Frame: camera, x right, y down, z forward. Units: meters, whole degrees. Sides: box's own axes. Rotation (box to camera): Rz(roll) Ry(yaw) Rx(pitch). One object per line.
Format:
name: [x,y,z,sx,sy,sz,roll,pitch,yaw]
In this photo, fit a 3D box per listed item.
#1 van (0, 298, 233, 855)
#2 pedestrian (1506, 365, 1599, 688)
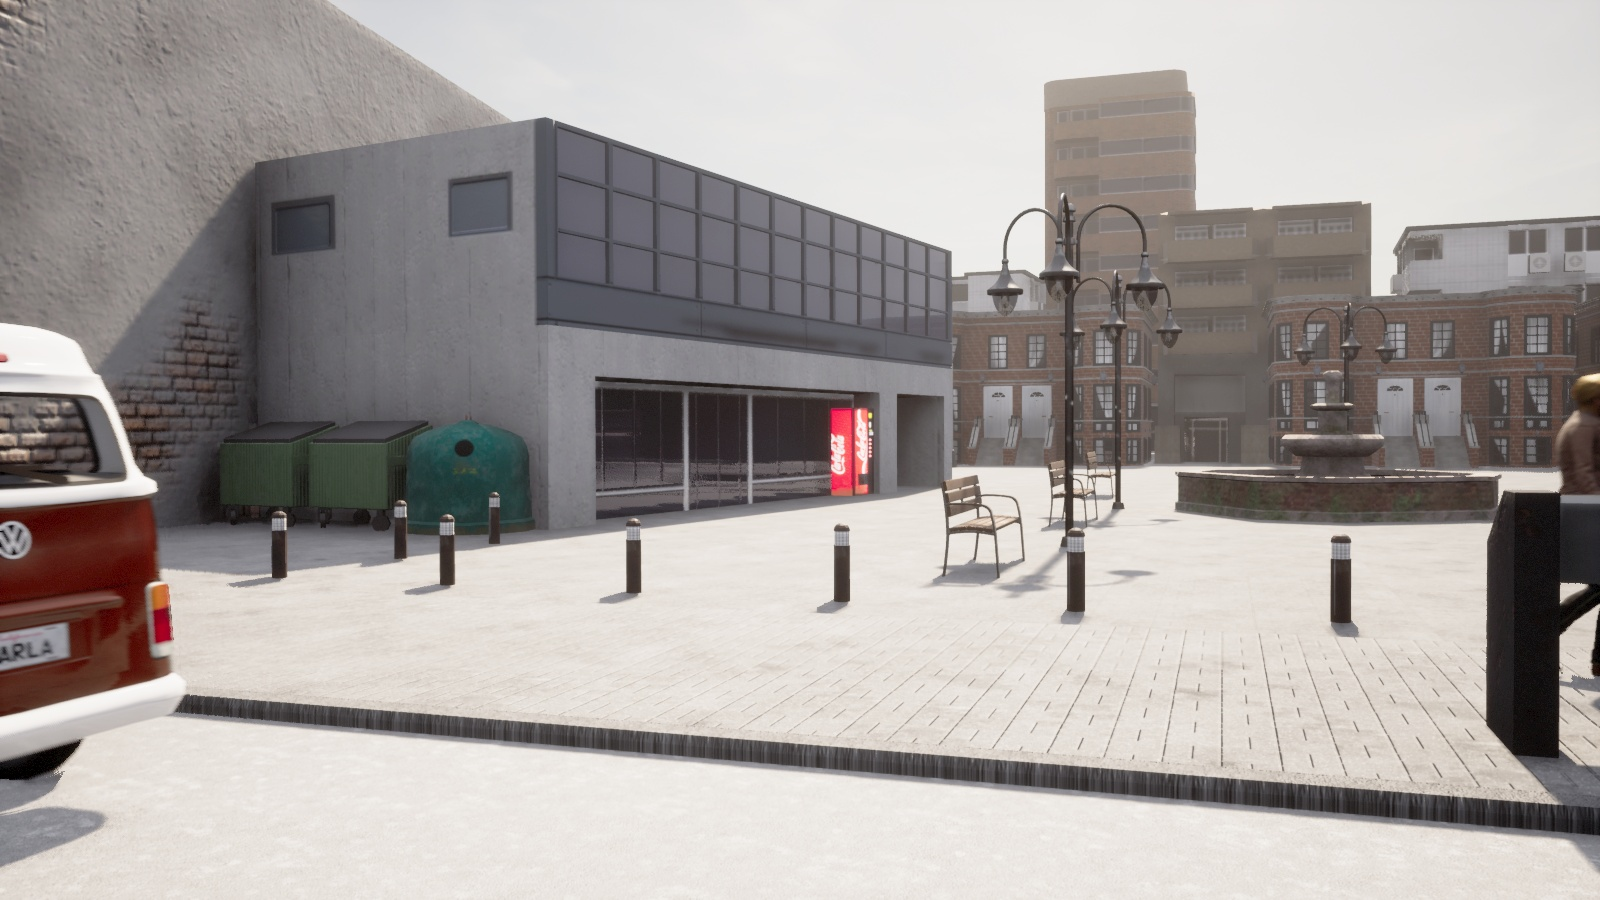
van: [-5.017,0.445,5.403,4.480,2.038,2.069,1,1,19]
pedestrian: [4.544,0.435,7.354,0.634,1.846,0.331,0,1,17]
